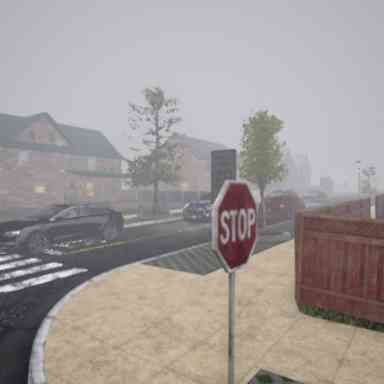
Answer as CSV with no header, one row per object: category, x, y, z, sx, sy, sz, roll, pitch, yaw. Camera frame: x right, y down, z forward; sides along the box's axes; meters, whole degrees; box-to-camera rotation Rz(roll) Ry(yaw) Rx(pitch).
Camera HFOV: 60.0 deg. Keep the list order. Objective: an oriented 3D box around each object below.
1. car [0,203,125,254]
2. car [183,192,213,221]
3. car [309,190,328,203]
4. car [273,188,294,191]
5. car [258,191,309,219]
car,-4.676,1.170,12.112,2.128,1.511,4.902,0,1,36
car,1.405,0.780,20.597,2.097,1.767,4.553,0,1,36
car,14.131,0.456,38.290,2.033,1.411,5.357,0,1,36
car,7.934,0.511,29.696,2.097,1.767,4.553,0,1,36
car,5.923,0.873,21.839,1.812,1.442,4.674,0,1,36
